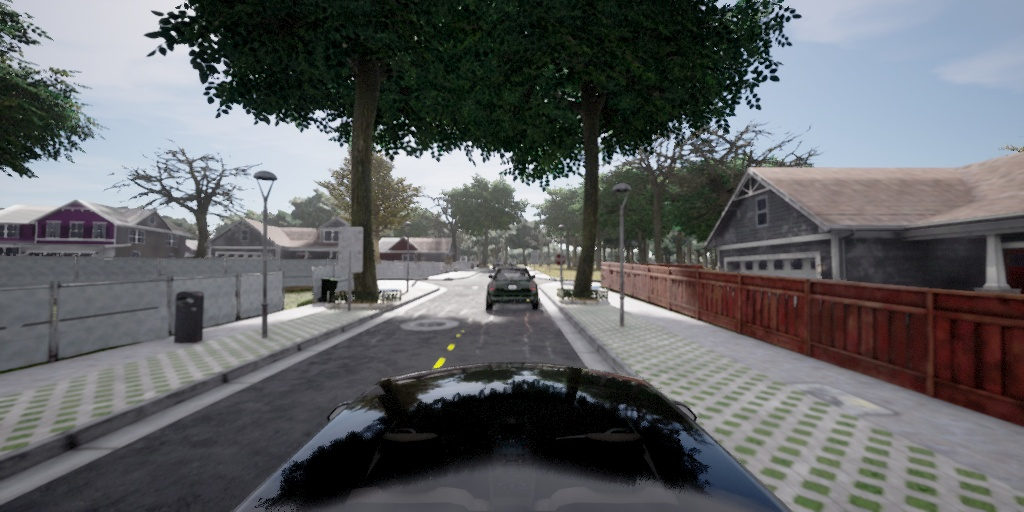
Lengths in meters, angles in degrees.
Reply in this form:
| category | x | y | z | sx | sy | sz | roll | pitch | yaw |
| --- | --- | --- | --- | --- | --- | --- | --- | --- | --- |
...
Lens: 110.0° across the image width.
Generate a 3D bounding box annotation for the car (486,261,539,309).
| category | x | y | z | sx | sy | sz | roll | pitch | yaw |
| --- | --- | --- | --- | --- | --- | --- | --- | --- | --- |
| car | 0.001 | 1.235 | 15.885 | 2.097 | 1.767 | 4.553 | 0 | -1 | -1 |
